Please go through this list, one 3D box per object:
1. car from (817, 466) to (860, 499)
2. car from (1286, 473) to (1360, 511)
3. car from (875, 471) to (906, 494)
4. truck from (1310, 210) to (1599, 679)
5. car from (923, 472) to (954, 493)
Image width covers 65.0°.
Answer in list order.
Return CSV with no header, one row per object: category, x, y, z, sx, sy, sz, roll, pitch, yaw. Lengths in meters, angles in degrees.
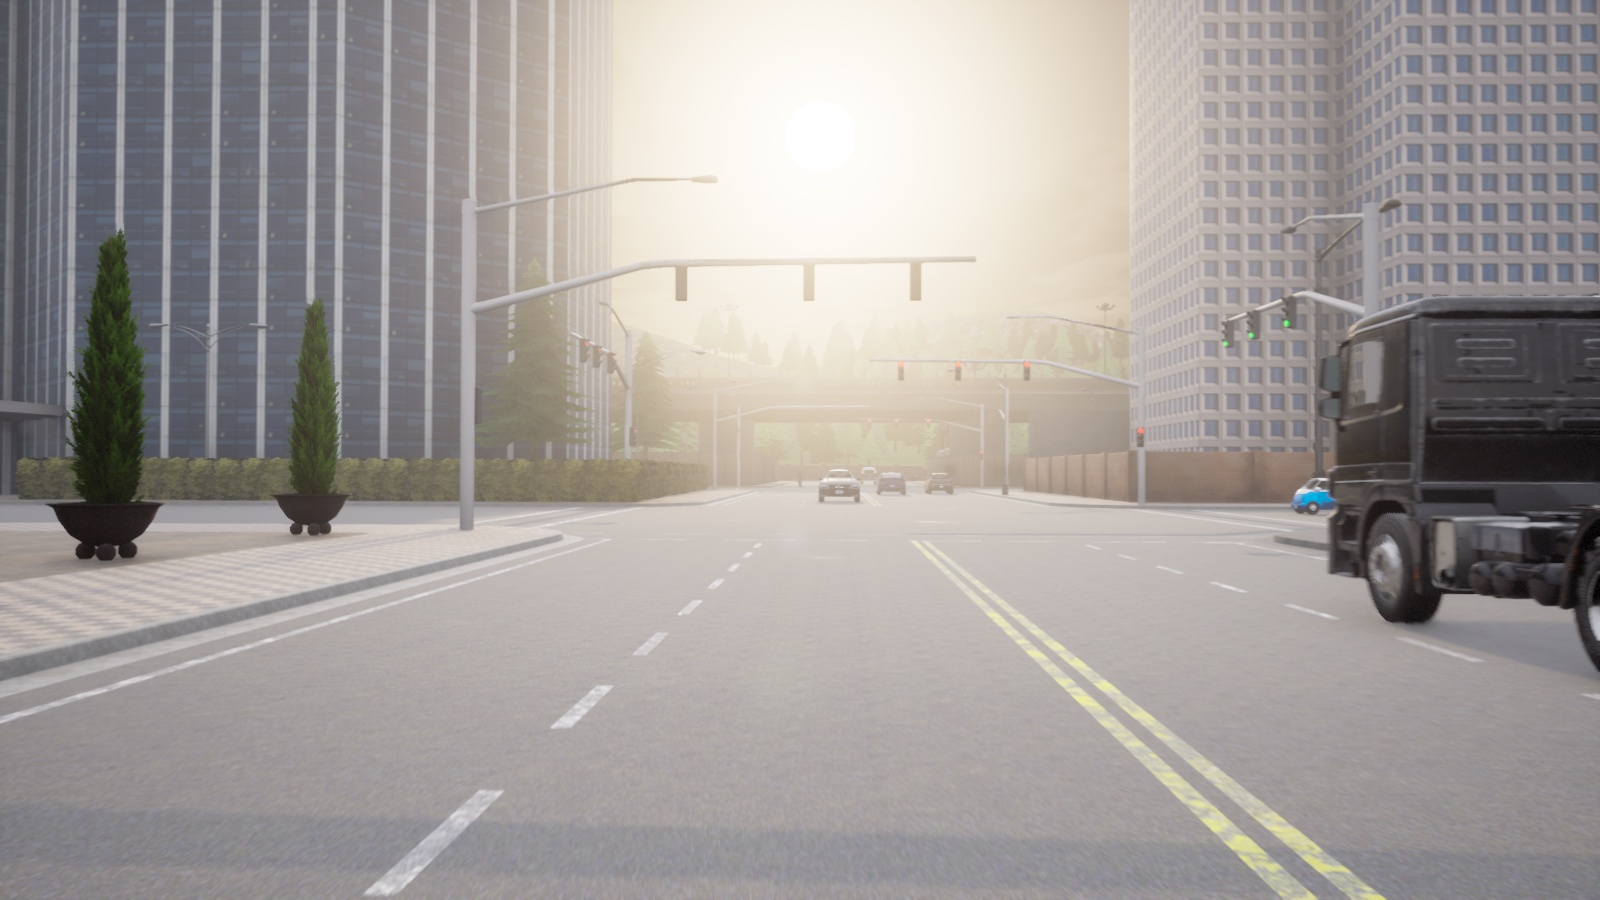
car,1.991,1.674,65.114,2.152,1.651,5.027,0,-1,2
car,19.790,1.579,47.558,2.207,1.376,1.481,0,-1,2
car,6.073,2.185,84.826,1.882,1.535,5.008,0,-1,2
truck,7.392,-0.018,10.888,2.891,3.462,7.936,0,-1,2
car,9.671,2.259,88.035,1.816,1.474,4.193,0,-1,2
